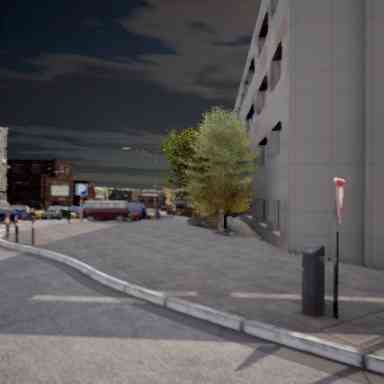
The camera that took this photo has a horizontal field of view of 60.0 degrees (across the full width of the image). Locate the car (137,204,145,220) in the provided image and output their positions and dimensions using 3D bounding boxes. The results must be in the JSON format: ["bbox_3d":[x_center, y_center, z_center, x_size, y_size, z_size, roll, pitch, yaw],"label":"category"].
[{"bbox_3d":[-7.926,2.341,35.779,5.008,1.535,2.097,1,-4,-3],"label":"car"}]

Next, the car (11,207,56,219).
[{"bbox_3d":[-20.557,2.810,43.426,4.792,1.488,2.163,1,-4,-2],"label":"car"}]

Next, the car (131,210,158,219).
[{"bbox_3d":[-9.092,4.299,63.562,4.892,1.521,2.231,1,-4,-2],"label":"car"}]

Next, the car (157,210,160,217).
[{"bbox_3d":[-8.552,3.707,55.218,5.366,1.575,1.946,1,-4,-2],"label":"car"}]

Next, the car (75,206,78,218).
[{"bbox_3d":[-16.311,3.291,51.957,2.097,1.767,4.553,1,-4,-2],"label":"car"}]

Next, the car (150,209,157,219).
[{"bbox_3d":[-8.319,3.314,49.649,5.366,1.575,1.946,1,-4,-2],"label":"car"}]

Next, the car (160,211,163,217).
[{"bbox_3d":[-9.446,4.896,72.040,5.008,1.535,2.097,1,-4,-2],"label":"car"}]

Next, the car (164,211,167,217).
[{"bbox_3d":[-10.103,5.817,88.641,5.566,2.045,2.435,1,-4,-2],"label":"car"}]

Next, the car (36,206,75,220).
[{"bbox_3d":[-15.795,2.363,38.801,2.097,1.767,4.553,1,-4,-2],"label":"car"}]

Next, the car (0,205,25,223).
[{"bbox_3d":[-15.270,1.863,25.896,1.895,1.301,4.718,1,-2,-2],"label":"car"}]

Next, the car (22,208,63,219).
[{"bbox_3d":[-20.699,3.017,46.205,4.674,1.452,2.002,1,-4,-2],"label":"car"}]

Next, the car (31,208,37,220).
[{"bbox_3d":[-20.654,2.579,40.637,5.366,1.575,1.946,1,-4,-2],"label":"car"}]

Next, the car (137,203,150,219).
[{"bbox_3d":[-8.066,2.278,38.521,5.566,2.045,2.435,1,-4,-2],"label":"car"}]

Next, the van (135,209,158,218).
[{"bbox_3d":[-9.434,4.465,69.143,4.442,1.987,1.878,1,-4,-2],"label":"van"}]

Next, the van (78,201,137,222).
[{"bbox_3d":[-7.574,1.784,30.192,4.442,1.987,1.878,1,-3,-2],"label":"van"}]

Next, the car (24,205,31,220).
[{"bbox_3d":[-20.237,2.187,34.955,5.008,1.535,2.097,1,-4,-2],"label":"car"}]

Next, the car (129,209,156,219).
[{"bbox_3d":[-9.001,3.976,60.788,4.553,1.767,2.185,1,-4,-2],"label":"car"}]

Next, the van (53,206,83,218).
[{"bbox_3d":[-21.276,3.527,57.222,4.442,1.987,1.878,1,-4,-2],"label":"van"}]

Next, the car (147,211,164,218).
[{"bbox_3d":[-10.333,6.335,94.200,4.553,1.767,2.185,1,-4,-2],"label":"car"}]

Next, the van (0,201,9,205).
[{"bbox_3d":[-20.231,1.789,32.197,4.442,1.987,1.878,1,-3,-2],"label":"van"}]

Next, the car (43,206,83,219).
[{"bbox_3d":[-21.071,3.306,54.445,5.566,2.045,2.435,1,-4,-2],"label":"car"}]
